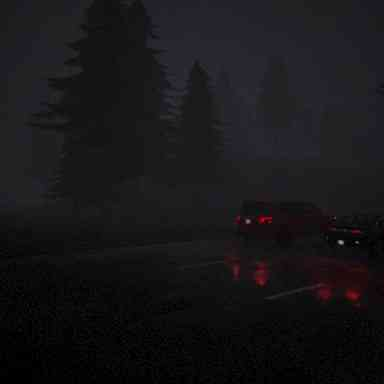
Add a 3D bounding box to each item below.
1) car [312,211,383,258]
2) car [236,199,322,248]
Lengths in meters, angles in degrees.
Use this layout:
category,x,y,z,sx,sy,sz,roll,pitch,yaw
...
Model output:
category,x,y,z,sx,sy,sz,roll,pitch,yaw
car,7.359,1.623,13.385,4.902,1.511,2.128,0,0,-35
car,4.575,1.347,15.712,5.566,2.045,2.150,0,0,-35
